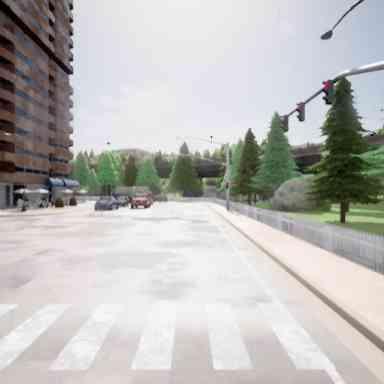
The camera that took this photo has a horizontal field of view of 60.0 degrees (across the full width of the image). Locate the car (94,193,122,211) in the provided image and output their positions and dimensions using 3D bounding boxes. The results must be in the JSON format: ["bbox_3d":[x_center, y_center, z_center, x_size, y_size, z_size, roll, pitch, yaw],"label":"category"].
[{"bbox_3d":[-10.637,1.371,41.579,2.097,1.767,4.553,0,0,0],"label":"car"}]

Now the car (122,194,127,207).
[{"bbox_3d":[-10.763,1.528,50.546,1.837,1.490,4.892,0,0,-1],"label":"car"}]

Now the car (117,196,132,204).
[{"bbox_3d":[-13.214,1.592,64.821,1.994,1.385,4.181,0,0,-24],"label":"car"}]

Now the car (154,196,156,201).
[{"bbox_3d":[-7.768,1.627,58.376,1.895,1.301,4.718,0,0,-7],"label":"car"}]

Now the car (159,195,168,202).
[{"bbox_3d":[-7.458,1.390,75.785,2.097,1.767,4.553,0,0,-39],"label":"car"}]

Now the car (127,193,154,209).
[{"bbox_3d":[-7.133,1.243,46.666,2.150,2.045,5.566,0,0,0],"label":"car"}]

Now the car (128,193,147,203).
[{"bbox_3d":[-11.348,1.256,69.156,2.150,2.045,5.566,0,0,-29],"label":"car"}]

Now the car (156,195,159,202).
[{"bbox_3d":[-10.328,1.259,73.786,2.150,2.045,5.566,0,0,-39],"label":"car"}]

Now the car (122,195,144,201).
[{"bbox_3d":[-14.745,1.490,82.761,5.357,1.411,2.033,0,0,32],"label":"car"}]
